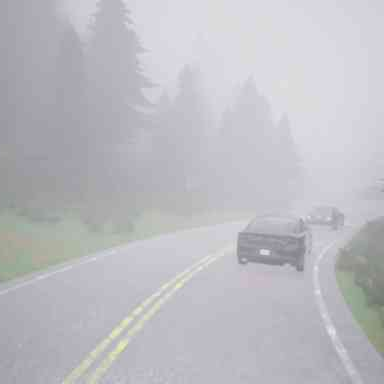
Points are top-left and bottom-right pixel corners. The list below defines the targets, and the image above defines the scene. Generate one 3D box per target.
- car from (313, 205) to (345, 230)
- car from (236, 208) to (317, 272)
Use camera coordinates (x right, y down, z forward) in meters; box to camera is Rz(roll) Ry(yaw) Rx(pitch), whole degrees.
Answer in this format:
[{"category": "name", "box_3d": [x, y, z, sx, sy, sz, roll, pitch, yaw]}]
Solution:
[{"category": "car", "box_3d": [8.813, 1.590, 21.925, 2.033, 1.411, 5.357, 3, 1, 31]}, {"category": "car", "box_3d": [2.899, 1.463, 11.074, 1.882, 1.535, 5.008, 3, 1, 23]}]
